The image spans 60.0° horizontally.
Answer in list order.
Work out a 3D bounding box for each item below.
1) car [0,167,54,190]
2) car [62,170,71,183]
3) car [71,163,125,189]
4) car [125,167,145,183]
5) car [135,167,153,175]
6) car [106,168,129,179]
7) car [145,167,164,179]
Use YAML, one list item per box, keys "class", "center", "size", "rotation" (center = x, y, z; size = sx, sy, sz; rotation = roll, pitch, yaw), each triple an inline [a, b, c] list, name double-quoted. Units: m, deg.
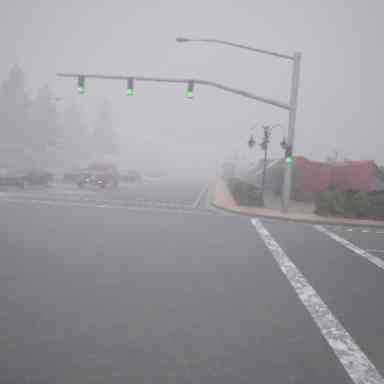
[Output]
- class: "car"
  center: [-11.782, -1.060, 23.769]
  size: [1.882, 1.535, 5.008]
  rotation: [4, 4, 4]
- class: "car"
  center: [-11.079, -1.724, 33.044]
  size: [1.882, 1.535, 5.008]
  rotation: [4, 4, 4]
- class: "car"
  center: [-7.898, -1.457, 28.627]
  size: [2.150, 2.045, 5.566]
  rotation: [4, 4, 5]
- class: "car"
  center: [-7.172, -1.893, 38.313]
  size: [1.882, 1.535, 5.008]
  rotation: [4, 4, 4]
- class: "car"
  center: [-8.818, -3.890, 61.546]
  size: [2.033, 1.411, 5.357]
  rotation: [4, 4, 4]
- class: "car"
  center: [-10.115, -2.570, 45.559]
  size: [1.812, 1.442, 4.674]
  rotation: [4, 4, 4]
- class: "car"
  center: [-5.847, -3.013, 55.005]
  size: [2.033, 1.411, 5.357]
  rotation: [4, 4, 4]
